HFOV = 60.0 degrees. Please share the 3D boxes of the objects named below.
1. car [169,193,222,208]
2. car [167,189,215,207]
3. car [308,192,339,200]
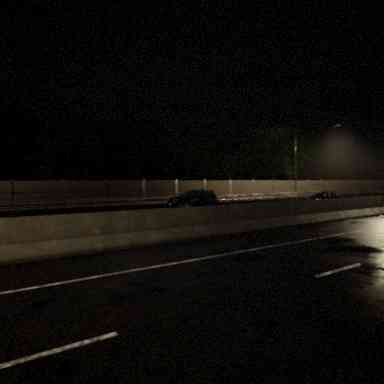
[{"bbox_3d":[0.622,1.129,30.299,4.674,1.442,1.812,-2,1,-36],"label":"car"},{"bbox_3d":[0.091,0.784,34.231,5.566,2.045,2.150,-2,1,-36],"label":"car"},{"bbox_3d":[16.495,0.737,41.640,4.892,1.490,1.837,-2,1,-36],"label":"car"}]
